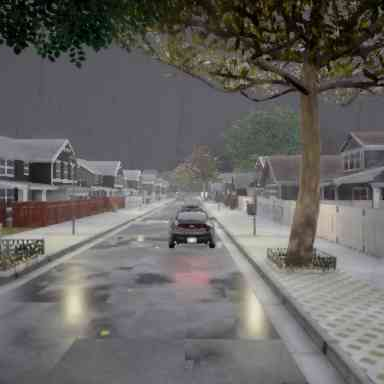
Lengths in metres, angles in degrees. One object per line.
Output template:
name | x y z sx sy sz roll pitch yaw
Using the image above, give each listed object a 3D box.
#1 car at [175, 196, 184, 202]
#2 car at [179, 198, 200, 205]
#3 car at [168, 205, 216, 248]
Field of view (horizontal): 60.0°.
car | -2.750 1.525 75.909 1.994 1.385 4.181 0 0 0
car | 0.000 1.527 29.651 1.837 1.490 4.892 0 0 0
car | 0.000 1.518 14.650 1.837 1.490 4.892 0 0 0
